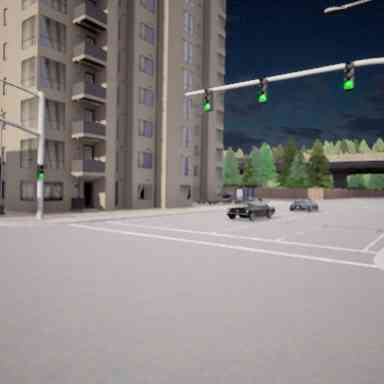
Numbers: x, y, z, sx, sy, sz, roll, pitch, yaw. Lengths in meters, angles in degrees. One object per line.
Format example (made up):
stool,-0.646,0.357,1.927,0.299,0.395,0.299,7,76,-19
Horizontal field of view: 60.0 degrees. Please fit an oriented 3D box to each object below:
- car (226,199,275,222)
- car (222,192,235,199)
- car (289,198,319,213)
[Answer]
car,4.426,1.378,24.699,1.895,1.301,4.718,2,1,36
car,6.813,0.757,65.245,4.902,1.511,2.128,2,1,37
car,11.619,1.351,34.447,1.994,1.385,4.181,2,1,37
